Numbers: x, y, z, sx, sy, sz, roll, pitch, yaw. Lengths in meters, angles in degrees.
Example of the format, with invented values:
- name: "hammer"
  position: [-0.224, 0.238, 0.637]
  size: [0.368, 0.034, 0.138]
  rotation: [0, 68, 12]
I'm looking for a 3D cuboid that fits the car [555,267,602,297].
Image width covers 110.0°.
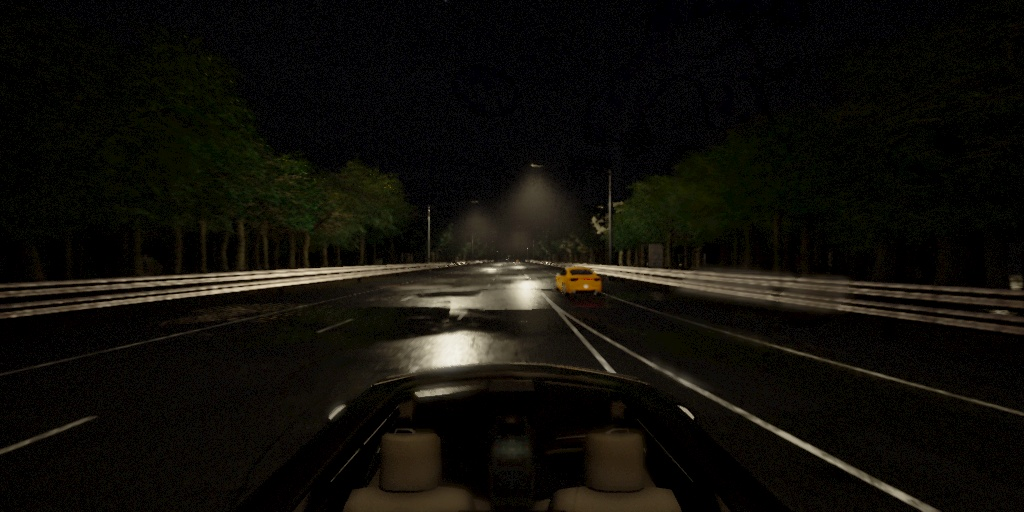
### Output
- name: "car"
  position: [3.640, 1.382, 20.324]
  size: [1.882, 1.535, 5.008]
  rotation: [0, 0, -1]
